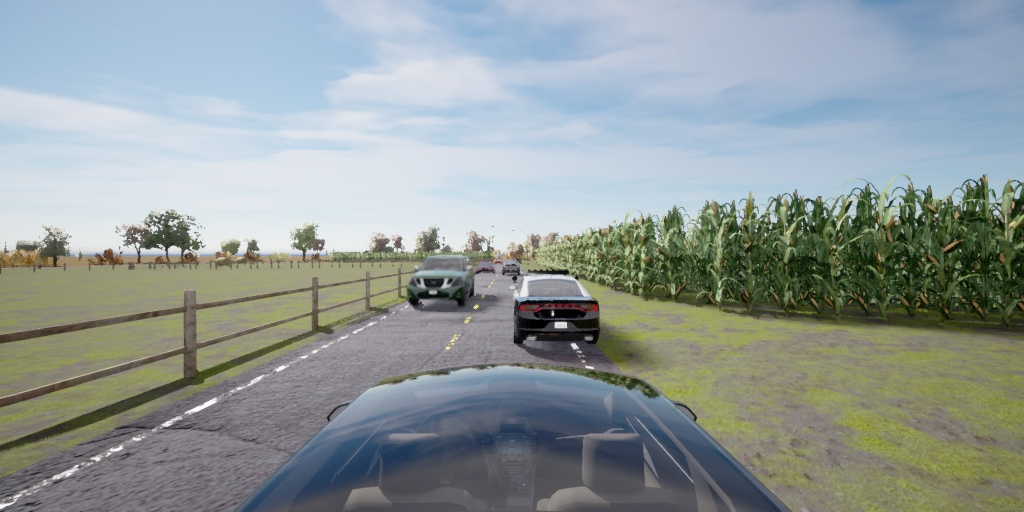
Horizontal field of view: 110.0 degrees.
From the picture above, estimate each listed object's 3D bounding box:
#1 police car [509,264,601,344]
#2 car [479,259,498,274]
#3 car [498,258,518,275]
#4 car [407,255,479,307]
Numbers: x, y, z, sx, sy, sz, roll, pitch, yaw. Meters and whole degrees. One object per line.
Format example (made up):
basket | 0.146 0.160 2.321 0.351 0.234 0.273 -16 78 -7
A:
police car | 0.959 1.175 9.732 1.930 1.638 5.238 0 0 0
car | -2.932 1.314 41.050 1.994 1.385 4.181 0 0 0
car | -0.090 1.241 38.319 2.128 1.511 4.902 0 0 0
car | -2.891 0.971 15.824 2.150 2.045 5.566 0 0 0
